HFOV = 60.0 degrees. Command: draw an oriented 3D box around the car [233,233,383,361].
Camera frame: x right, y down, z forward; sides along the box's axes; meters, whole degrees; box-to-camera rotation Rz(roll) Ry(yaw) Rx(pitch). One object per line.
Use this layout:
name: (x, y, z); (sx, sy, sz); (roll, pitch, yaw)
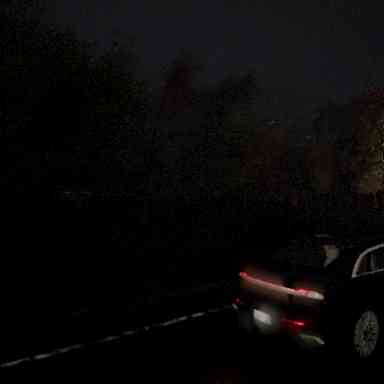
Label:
car: (2.937, 1.497, 5.963); (4.902, 1.511, 2.128); (0, 0, -36)
